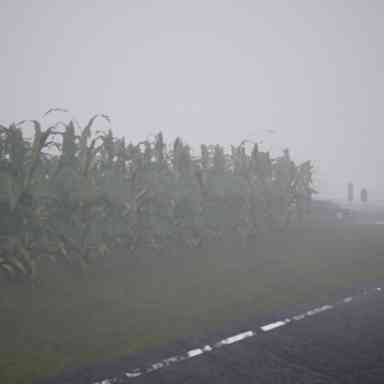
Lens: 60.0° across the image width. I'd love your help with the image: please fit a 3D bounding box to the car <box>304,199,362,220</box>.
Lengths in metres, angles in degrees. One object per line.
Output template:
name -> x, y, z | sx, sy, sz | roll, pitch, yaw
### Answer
car -> 10.837, 1.361, 26.381 | 1.837, 1.490, 4.892 | 1, 0, -36
